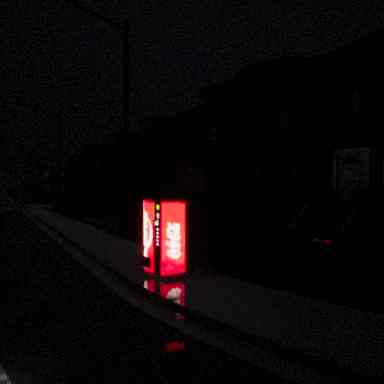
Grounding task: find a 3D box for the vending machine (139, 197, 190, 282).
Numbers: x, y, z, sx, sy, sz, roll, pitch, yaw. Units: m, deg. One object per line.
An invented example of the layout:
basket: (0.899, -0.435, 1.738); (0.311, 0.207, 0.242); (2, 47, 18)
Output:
vending machine: (-0.744, 1.195, 8.970); (1.100, 2.100, 0.880); (0, 0, -30)
